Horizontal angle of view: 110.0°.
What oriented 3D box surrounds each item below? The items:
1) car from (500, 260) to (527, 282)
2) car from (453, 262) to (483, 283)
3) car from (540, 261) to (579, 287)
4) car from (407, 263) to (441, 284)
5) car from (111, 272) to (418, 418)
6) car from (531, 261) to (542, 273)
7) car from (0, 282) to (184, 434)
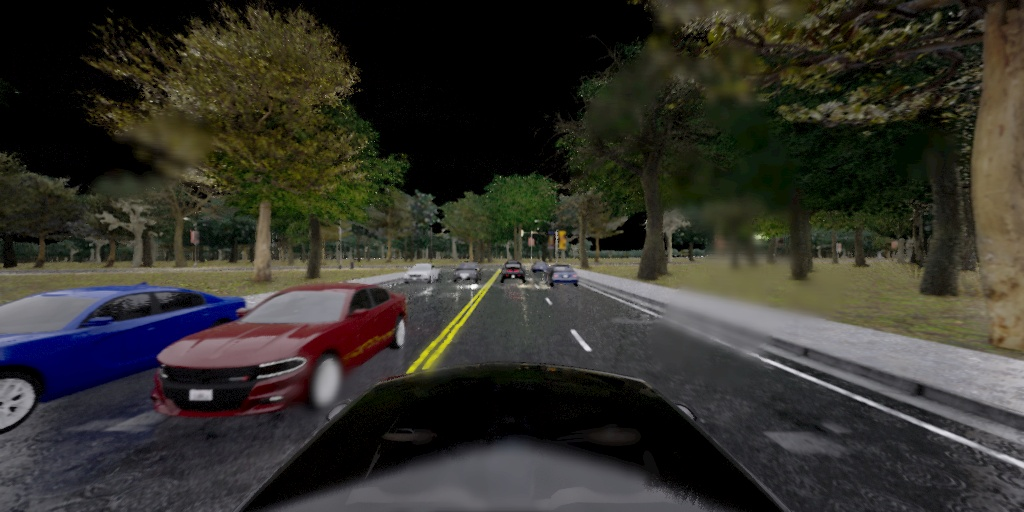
[{"bbox_3d":[0.091,1.238,28.430,1.837,1.490,4.892,0,0,0],"label":"car"},{"bbox_3d":[-3.311,1.227,27.493,2.128,1.511,4.902,0,0,0],"label":"car"},{"bbox_3d":[3.319,1.286,24.697,2.033,1.411,5.357,0,0,0],"label":"car"},{"bbox_3d":[-6.567,1.262,26.604,1.812,1.442,4.674,0,0,0],"label":"car"},{"bbox_3d":[-3.341,1.228,6.362,1.882,1.535,5.008,0,0,0],"label":"car"},{"bbox_3d":[3.328,1.268,42.577,1.994,1.385,4.181,0,0,0],"label":"car"},{"bbox_3d":[-6.594,1.229,5.607,1.882,1.535,5.008,0,0,0],"label":"car"}]
